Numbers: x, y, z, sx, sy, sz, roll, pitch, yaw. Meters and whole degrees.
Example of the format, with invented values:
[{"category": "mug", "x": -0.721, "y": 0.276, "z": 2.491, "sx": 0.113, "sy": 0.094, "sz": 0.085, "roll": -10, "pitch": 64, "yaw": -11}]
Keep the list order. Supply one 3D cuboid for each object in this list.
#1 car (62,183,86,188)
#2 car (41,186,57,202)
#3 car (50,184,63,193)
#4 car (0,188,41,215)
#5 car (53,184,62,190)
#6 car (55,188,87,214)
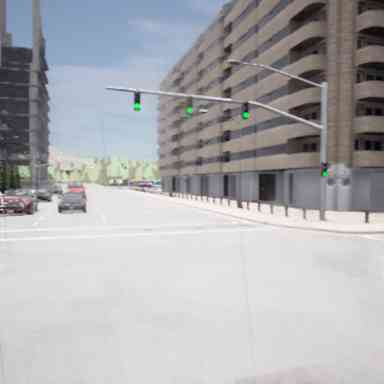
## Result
[{"category": "car", "x": -13.830, "y": -0.065, "z": 39.524, "sx": 2.150, "sy": 2.045, "sz": 5.566, "roll": 0, "pitch": 2, "yaw": -18}, {"category": "car", "x": -16.352, "y": 0.334, "z": 36.323, "sx": 2.033, "sy": 1.411, "sz": 5.357, "roll": 0, "pitch": 2, "yaw": -19}, {"category": "car", "x": -24.145, "y": -0.592, "z": 59.537, "sx": 1.837, "sy": 1.490, "sz": 4.892, "roll": 0, "pitch": 2, "yaw": -19}, {"category": "car", "x": -11.890, "y": 0.566, "z": 22.714, "sx": 2.097, "sy": 1.767, "sz": 4.553, "roll": 0, "pitch": 2, "yaw": -19}, {"category": "car", "x": -21.756, "y": -0.213, "z": 52.375, "sx": 1.837, "sy": 1.490, "sz": 4.892, "roll": 0, "pitch": 1, "yaw": -18}, {"category": "car", "x": -8.824, "y": 0.716, "z": 24.576, "sx": 1.812, "sy": 1.442, "sz": 4.674, "roll": 0, "pitch": 2, "yaw": -19}]
